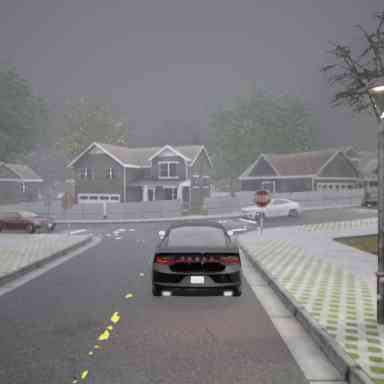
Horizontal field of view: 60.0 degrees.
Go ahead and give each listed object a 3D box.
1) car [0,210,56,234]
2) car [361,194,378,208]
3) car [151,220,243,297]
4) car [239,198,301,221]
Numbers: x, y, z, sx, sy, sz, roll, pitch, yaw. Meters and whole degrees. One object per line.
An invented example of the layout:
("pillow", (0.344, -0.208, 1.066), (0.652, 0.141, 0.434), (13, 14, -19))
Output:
("car", (-11.224, 1.929, 21.990), (4.674, 1.442, 1.812), (-2, 0, 21))
("car", (17.380, 0.679, 29.214), (5.357, 1.411, 2.033), (-2, 2, -25))
("car", (0.109, 1.471, 8.629), (1.882, 1.535, 5.008), (0, 0, 0))
("car", (5.668, 1.183, 24.008), (4.674, 1.442, 1.812), (-3, 2, -22))
